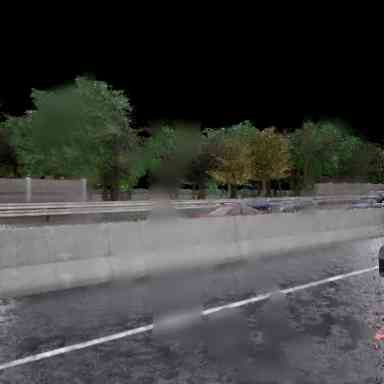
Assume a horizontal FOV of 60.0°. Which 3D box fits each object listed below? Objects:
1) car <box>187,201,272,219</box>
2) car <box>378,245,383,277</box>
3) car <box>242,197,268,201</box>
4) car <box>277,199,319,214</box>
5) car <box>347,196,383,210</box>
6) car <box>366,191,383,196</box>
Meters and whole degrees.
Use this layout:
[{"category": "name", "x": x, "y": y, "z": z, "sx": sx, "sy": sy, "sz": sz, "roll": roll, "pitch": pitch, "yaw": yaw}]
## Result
[{"category": "car", "x": 1.990, "y": 1.467, "z": 18.212, "sx": 5.008, "sy": 1.535, "sz": 1.882, "roll": 0, "pitch": 0, "yaw": -35}, {"category": "car", "x": 6.566, "y": 1.498, "z": 8.355, "sx": 4.892, "sy": 1.490, "sz": 1.837, "roll": 0, "pitch": 0, "yaw": -35}, {"category": "car", "x": 5.780, "y": 1.302, "z": 32.731, "sx": 4.553, "sy": 1.767, "sz": 2.097, "roll": 0, "pitch": 0, "yaw": -38}, {"category": "car", "x": 10.350, "y": 1.417, "z": 32.383, "sx": 4.902, "sy": 1.511, "sz": 2.128, "roll": -1, "pitch": 0, "yaw": -35}, {"category": "car", "x": 17.221, "y": 1.441, "z": 32.976, "sx": 4.181, "sy": 1.385, "sz": 1.994, "roll": -1, "pitch": 0, "yaw": -34}, {"category": "car", "x": 26.743, "y": 0.897, "z": 47.982, "sx": 5.566, "sy": 2.045, "sz": 2.150, "roll": -1, "pitch": 1, "yaw": -34}]
